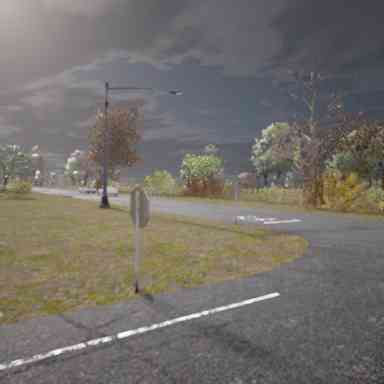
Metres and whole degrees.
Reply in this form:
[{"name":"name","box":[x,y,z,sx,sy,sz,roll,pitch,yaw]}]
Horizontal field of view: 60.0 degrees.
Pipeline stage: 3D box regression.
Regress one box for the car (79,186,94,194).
[{"name":"car","box":[-18.602,-0.381,59.241,1.895,1.301,4.718,0,2,-36]}]

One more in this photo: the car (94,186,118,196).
[{"name":"car","box":[-12.985,-0.146,51.426,1.812,1.442,4.674,0,2,-36]}]
